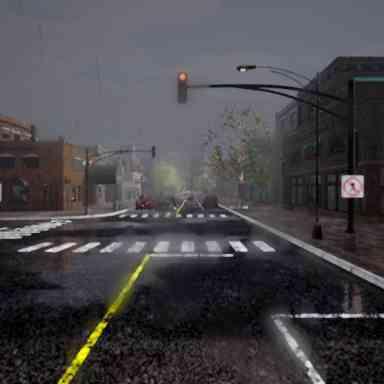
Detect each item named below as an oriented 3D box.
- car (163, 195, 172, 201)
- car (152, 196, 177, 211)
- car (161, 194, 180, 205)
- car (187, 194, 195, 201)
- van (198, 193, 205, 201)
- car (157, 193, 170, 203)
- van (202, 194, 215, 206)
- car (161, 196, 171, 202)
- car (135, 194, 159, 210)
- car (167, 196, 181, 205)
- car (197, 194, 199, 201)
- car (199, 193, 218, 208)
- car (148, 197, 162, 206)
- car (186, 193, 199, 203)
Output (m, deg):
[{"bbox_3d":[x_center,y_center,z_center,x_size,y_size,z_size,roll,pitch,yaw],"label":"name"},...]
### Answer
[{"bbox_3d":[-5.865,1.474,80.386,1.887,1.381,4.507,-1,0,0],"label":"car"},{"bbox_3d":[-3.178,1.531,39.036,1.994,1.385,4.181,0,0,0],"label":"car"},{"bbox_3d":[-3.173,1.436,48.836,1.882,1.535,5.008,0,0,0],"label":"car"},{"bbox_3d":[-0.167,1.307,77.994,1.882,1.535,5.008,0,0,0],"label":"car"},{"bbox_3d":[2.502,1.265,85.948,1.690,1.788,3.998,-1,0,0],"label":"van"},{"bbox_3d":[-5.843,1.255,69.298,2.192,1.841,5.009,-1,0,0],"label":"car"},{"bbox_3d":[2.573,1.296,52.684,1.690,1.788,3.998,-1,0,0],"label":"van"},{"bbox_3d":[-5.853,1.501,74.842,1.947,1.339,4.313,-1,0,0],"label":"car"},{"bbox_3d":[-5.783,1.280,41.578,2.192,1.841,5.009,-1,0,0],"label":"car"},{"bbox_3d":[-3.129,1.441,58.967,2.128,1.511,4.902,0,0,0],"label":"car"},{"bbox_3d":[2.552,1.496,63.772,2.008,1.369,4.403,-1,0,0],"label":"car"},{"bbox_3d":[2.585,1.275,47.140,2.192,1.841,5.009,-1,0,0],"label":"car"},{"bbox_3d":[-5.805,1.537,52.666,1.802,1.307,4.206,-1,0,0],"label":"car"},{"bbox_3d":[-0.146,1.433,67.578,2.128,1.511,4.902,0,0,0],"label":"car"}]
